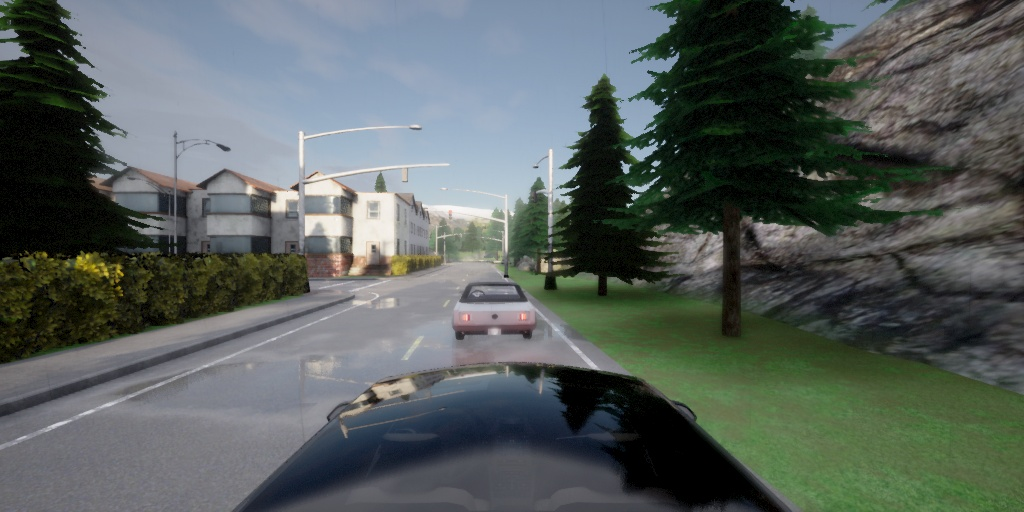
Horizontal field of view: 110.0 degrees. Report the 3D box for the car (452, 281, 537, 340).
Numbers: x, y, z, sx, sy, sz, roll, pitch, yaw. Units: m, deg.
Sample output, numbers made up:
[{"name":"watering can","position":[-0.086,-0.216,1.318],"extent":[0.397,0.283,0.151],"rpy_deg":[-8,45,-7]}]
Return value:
[{"name":"car","position":[-0.533,1.351,9.979],"extent":[1.895,1.301,4.718],"rpy_deg":[0,0,-4]}]
